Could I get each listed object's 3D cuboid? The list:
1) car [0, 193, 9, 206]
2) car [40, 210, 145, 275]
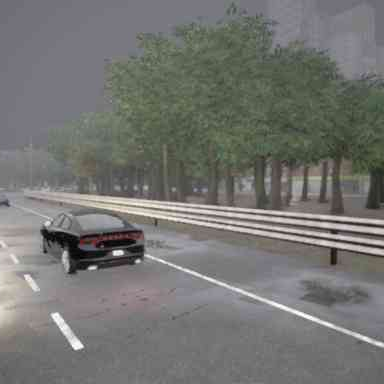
[{"bbox_3d":[-20.256,0.773,34.499,1.994,1.385,4.181,-1,2,-35],"label":"car"},{"bbox_3d":[-3.174,1.266,9.946,1.882,1.535,5.008,-1,1,-35],"label":"car"}]
